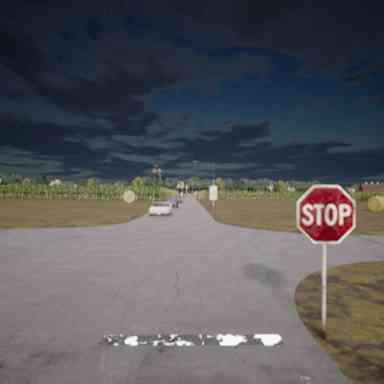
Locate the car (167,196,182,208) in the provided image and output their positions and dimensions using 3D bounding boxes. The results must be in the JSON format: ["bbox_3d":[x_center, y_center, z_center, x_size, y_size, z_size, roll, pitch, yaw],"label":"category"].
[{"bbox_3d":[-2.942,1.567,48.048,2.128,1.511,4.902,0,0,0],"label":"car"}]

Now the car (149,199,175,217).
[{"bbox_3d":[-2.916,1.622,31.485,1.895,1.301,4.718,0,0,0],"label":"car"}]
